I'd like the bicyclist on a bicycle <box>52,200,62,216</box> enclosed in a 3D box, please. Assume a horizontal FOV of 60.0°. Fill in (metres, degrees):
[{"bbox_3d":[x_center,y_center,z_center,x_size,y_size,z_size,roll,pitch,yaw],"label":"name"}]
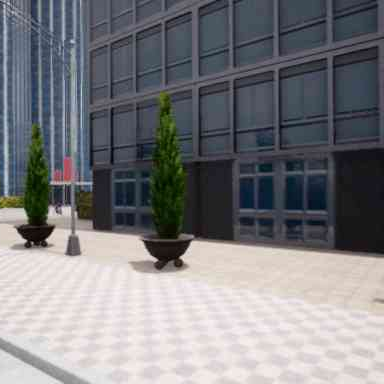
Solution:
[{"bbox_3d":[-13.563,1.616,33.374,1.656,1.620,0.582,-1,-1,35],"label":"bicyclist on a bicycle"}]
